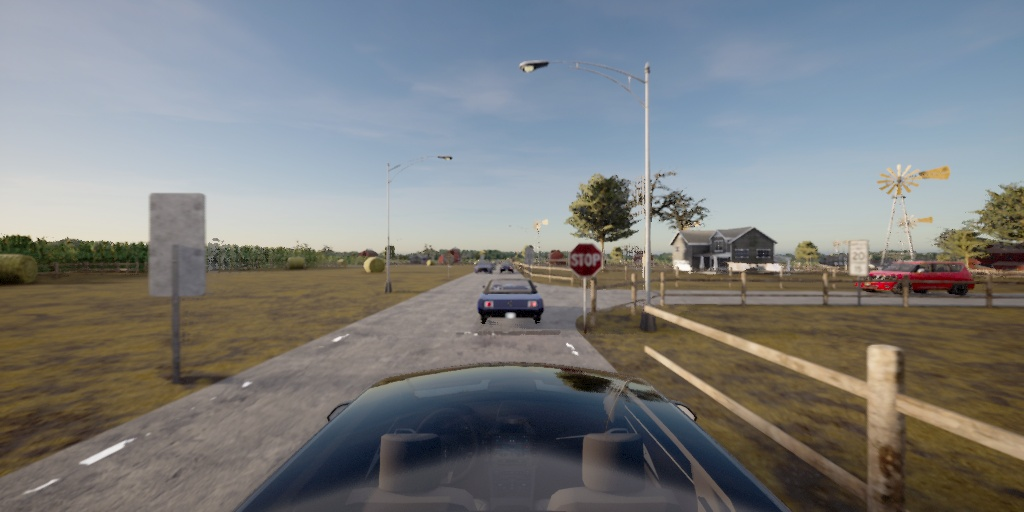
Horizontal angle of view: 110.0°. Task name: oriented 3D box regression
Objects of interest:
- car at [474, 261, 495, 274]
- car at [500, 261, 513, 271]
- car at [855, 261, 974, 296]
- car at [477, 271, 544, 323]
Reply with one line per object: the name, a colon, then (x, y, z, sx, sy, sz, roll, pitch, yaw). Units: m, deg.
car: (-3.577, 1.398, 45.673, 2.097, 1.767, 4.553, 0, -1, -1)
car: (-0.743, 1.704, 51.282, 1.895, 1.301, 4.718, 0, -1, 0)
car: (23.937, 1.309, 21.410, 5.566, 2.045, 2.150, 1, 0, -1)
car: (-0.069, 1.373, 12.162, 1.895, 1.301, 4.718, 0, 0, -1)
